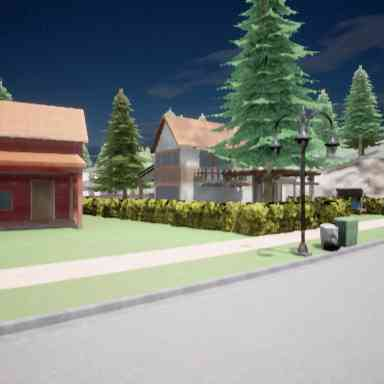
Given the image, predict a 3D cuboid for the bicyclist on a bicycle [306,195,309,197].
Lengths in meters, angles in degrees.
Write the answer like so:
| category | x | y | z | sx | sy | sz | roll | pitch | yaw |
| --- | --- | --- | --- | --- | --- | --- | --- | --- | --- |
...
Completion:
| category | x | y | z | sx | sy | sz | roll | pitch | yaw |
| --- | --- | --- | --- | --- | --- | --- | --- | --- | --- |
| bicyclist on a bicycle | 17.367 | 1.250 | 49.893 | 1.656 | 1.620 | 0.582 | -2 | 1 | -41 |
